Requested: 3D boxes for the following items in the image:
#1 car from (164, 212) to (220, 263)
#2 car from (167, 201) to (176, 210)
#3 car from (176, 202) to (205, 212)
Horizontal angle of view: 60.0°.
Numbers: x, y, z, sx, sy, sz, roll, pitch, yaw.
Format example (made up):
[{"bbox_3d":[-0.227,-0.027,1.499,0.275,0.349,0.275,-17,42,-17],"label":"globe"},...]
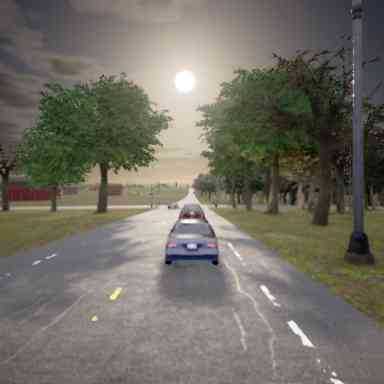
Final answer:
[{"bbox_3d":[0.009,1.705,12.490,2.033,1.411,5.357,0,-1,0],"label":"car"},{"bbox_3d":[-3.548,2.501,61.916,2.128,1.511,4.902,0,-1,1],"label":"car"},{"bbox_3d":[0.022,1.747,28.407,2.097,1.767,4.553,0,-1,0],"label":"car"}]
